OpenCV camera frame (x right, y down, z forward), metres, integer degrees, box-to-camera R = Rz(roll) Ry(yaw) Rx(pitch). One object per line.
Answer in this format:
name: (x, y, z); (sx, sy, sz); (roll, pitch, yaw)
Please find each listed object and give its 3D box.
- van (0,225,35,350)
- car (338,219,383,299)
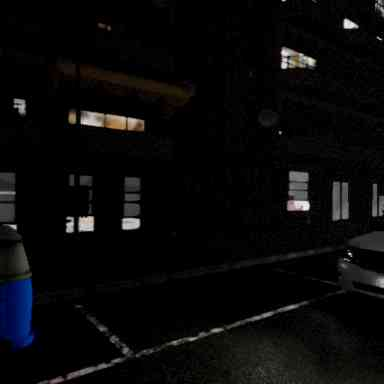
van: (-3.939, 1.335, 3.749); (3.998, 1.788, 1.690); (0, 1, -35)
car: (5.540, 1.205, 7.280); (5.566, 2.045, 2.150); (0, 0, -35)
